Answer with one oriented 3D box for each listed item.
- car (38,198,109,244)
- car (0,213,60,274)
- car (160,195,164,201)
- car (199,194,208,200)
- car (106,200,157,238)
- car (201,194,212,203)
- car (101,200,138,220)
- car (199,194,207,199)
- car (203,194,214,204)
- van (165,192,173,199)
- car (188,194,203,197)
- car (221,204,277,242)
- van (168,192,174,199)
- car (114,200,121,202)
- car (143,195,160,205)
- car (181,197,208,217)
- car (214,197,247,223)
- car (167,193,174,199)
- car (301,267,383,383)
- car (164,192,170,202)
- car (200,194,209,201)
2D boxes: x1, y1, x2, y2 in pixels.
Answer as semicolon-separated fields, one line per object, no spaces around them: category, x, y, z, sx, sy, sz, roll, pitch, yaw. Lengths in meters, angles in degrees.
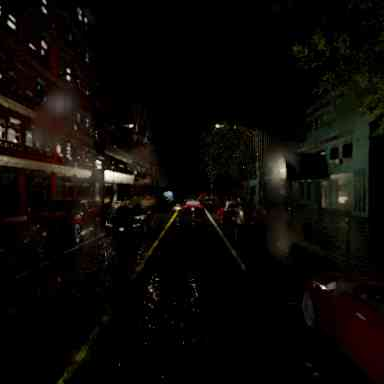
car;-5.698;1.207;15.398;2.192;1.841;5.009;0;0;0
car;-5.696;1.512;9.704;1.802;1.307;4.206;0;0;0
car;-5.709;1.227;49.581;1.887;1.381;4.507;0;0;0
car;2.661;1.078;78.064;1.887;1.381;4.507;0;0;0
car;-3.096;1.386;17.073;1.837;1.490;4.892;0;0;0
car;2.668;1.164;60.973;1.887;1.381;4.507;0;0;0
car;-5.701;1.370;26.793;2.008;1.369;4.403;0;0;0
car;2.660;1.073;83.760;1.947;1.339;4.313;0;0;0
car;2.672;1.233;49.581;2.008;1.369;4.403;0;0;0
van;-5.722;0.848;83.760;1.690;1.788;3.998;0;0;0
car;0.082;1.199;45.445;2.128;1.511;4.902;0;0;0
car;2.683;1.443;15.401;2.008;1.369;4.403;0;0;0
van;-5.720;0.874;78.063;1.690;1.788;3.998;0;0;0
car;-5.699;1.421;21.097;1.947;1.339;4.313;0;0;0
car;-5.708;1.242;43.714;1.752;1.417;4.829;0;0;0
car;0.081;1.369;29.248;1.994;1.385;4.181;0;0;0
car;2.681;1.295;21.097;1.967;1.590;4.097;0;0;0
car;-5.723;1.062;89.458;1.802;1.307;4.206;0;0;0
car;2.687;1.552;4.009;1.802;1.307;4.206;0;0;0
car;-5.713;1.185;60.973;1.947;1.339;4.313;0;0;0
car;2.663;1.143;72.367;1.802;1.307;4.206;0;0;0
